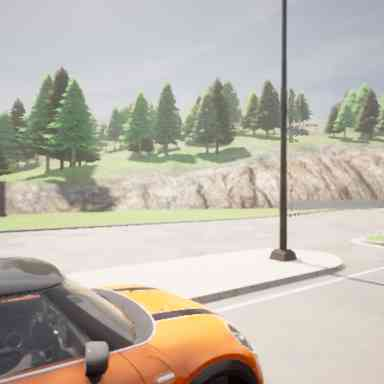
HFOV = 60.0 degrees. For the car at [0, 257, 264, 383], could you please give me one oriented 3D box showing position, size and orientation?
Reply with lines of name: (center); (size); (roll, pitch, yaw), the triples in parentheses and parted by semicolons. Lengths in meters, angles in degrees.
car: (-1.531, 1.355, 2.654); (4.553, 1.767, 2.097); (0, 0, -35)
